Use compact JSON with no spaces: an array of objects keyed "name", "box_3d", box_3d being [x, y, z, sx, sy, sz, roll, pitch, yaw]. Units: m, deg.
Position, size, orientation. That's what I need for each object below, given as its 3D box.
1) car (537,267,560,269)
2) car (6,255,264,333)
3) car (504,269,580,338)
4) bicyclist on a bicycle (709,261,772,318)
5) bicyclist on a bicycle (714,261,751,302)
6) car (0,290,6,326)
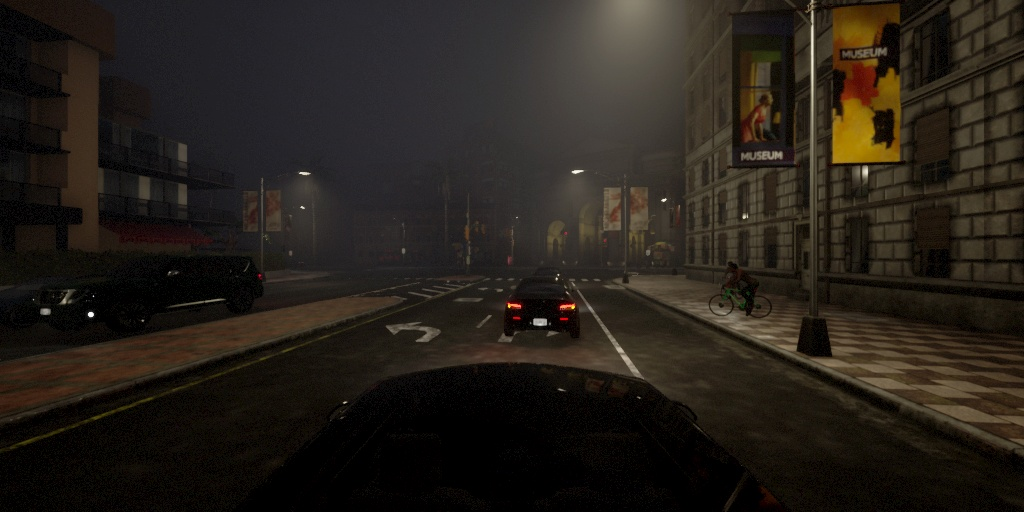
[{"name":"car","box_3d":[1.936,1.275,18.952,1.812,1.442,4.674,0,0,7]},{"name":"car","box_3d":[-10.705,0.971,11.256,2.150,2.045,5.566,0,0,8]},{"name":"car","box_3d":[0.885,1.276,10.110,1.812,1.442,4.674,0,0,7]},{"name":"bicyclist on a bicycle","box_3d":[6.862,1.050,10.824,1.656,1.620,0.582,0,0,22]},{"name":"bicyclist on a bicycle","box_3d":[9.284,1.050,15.085,1.656,1.620,0.582,0,0,-28]},{"name":"car","box_3d":[-14.195,1.297,11.681,2.033,1.411,5.357,0,0,7]}]
